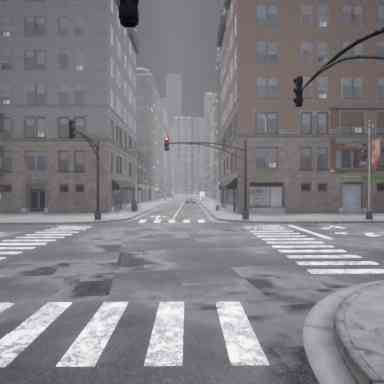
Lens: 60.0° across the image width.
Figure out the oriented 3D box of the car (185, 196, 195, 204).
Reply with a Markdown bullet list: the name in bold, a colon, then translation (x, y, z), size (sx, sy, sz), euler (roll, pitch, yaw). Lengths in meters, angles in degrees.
- **car**: translation (-0.300, 1.649, 63.675), size (1.895, 1.301, 4.718), euler (0, 0, 0)

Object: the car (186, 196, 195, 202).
- **car**: translation (-0.368, 1.484, 73.679), size (1.895, 1.301, 4.718), euler (0, 0, 0)
